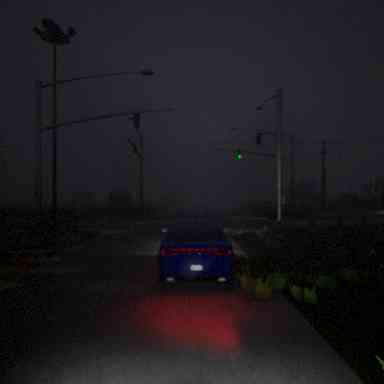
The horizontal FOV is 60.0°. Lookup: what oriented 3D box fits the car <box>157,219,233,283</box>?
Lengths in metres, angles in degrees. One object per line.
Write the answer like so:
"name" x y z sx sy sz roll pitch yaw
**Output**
"car" 0.099 1.545 9.909 1.882 1.535 5.008 0 0 0
